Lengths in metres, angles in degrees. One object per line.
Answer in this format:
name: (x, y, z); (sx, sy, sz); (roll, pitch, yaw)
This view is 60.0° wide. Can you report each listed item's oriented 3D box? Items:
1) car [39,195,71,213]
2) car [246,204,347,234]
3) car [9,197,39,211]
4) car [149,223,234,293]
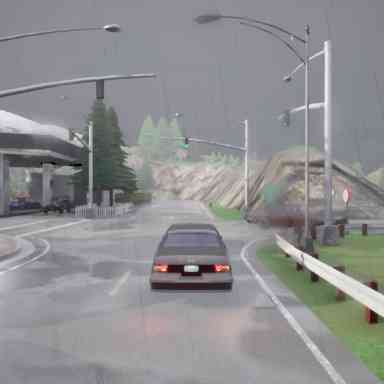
car: (-14.562, 1.310, 36.219); (1.905, 1.878, 3.866); (0, 0, -1)
car: (5.537, 1.371, 18.139); (2.033, 1.411, 5.357); (-1, 0, -44)
car: (-20.273, 1.477, 40.491); (2.242, 1.667, 4.611); (0, 0, -1)
car: (0.004, 1.547, 9.017); (2.033, 1.411, 5.357); (0, 0, 0)
